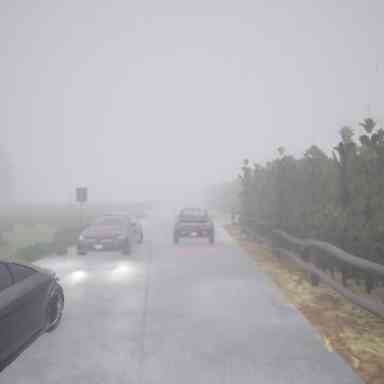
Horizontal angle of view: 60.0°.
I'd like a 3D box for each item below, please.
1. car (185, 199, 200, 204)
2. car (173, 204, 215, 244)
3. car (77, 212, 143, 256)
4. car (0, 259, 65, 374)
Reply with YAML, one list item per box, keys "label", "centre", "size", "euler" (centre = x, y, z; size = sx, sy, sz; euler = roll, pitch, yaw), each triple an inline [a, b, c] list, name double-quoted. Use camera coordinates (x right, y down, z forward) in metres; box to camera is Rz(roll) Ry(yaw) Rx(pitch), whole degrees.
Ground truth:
- label: "car"
  centre: [0.071, 1.722, 45.006]
  size: [1.812, 1.442, 4.674]
  euler: [0, 0, 0]
- label: "car"
  centre: [0.087, 1.563, 16.294]
  size: [2.128, 1.511, 4.902]
  euler: [0, 0, 0]
- label: "car"
  centre: [-3.129, 1.586, 13.544]
  size: [1.812, 1.442, 4.674]
  euler: [0, 0, 0]
- label: "car"
  centre: [-3.190, 1.583, 4.085]
  size: [1.994, 1.385, 4.181]
  euler: [0, 0, 0]
